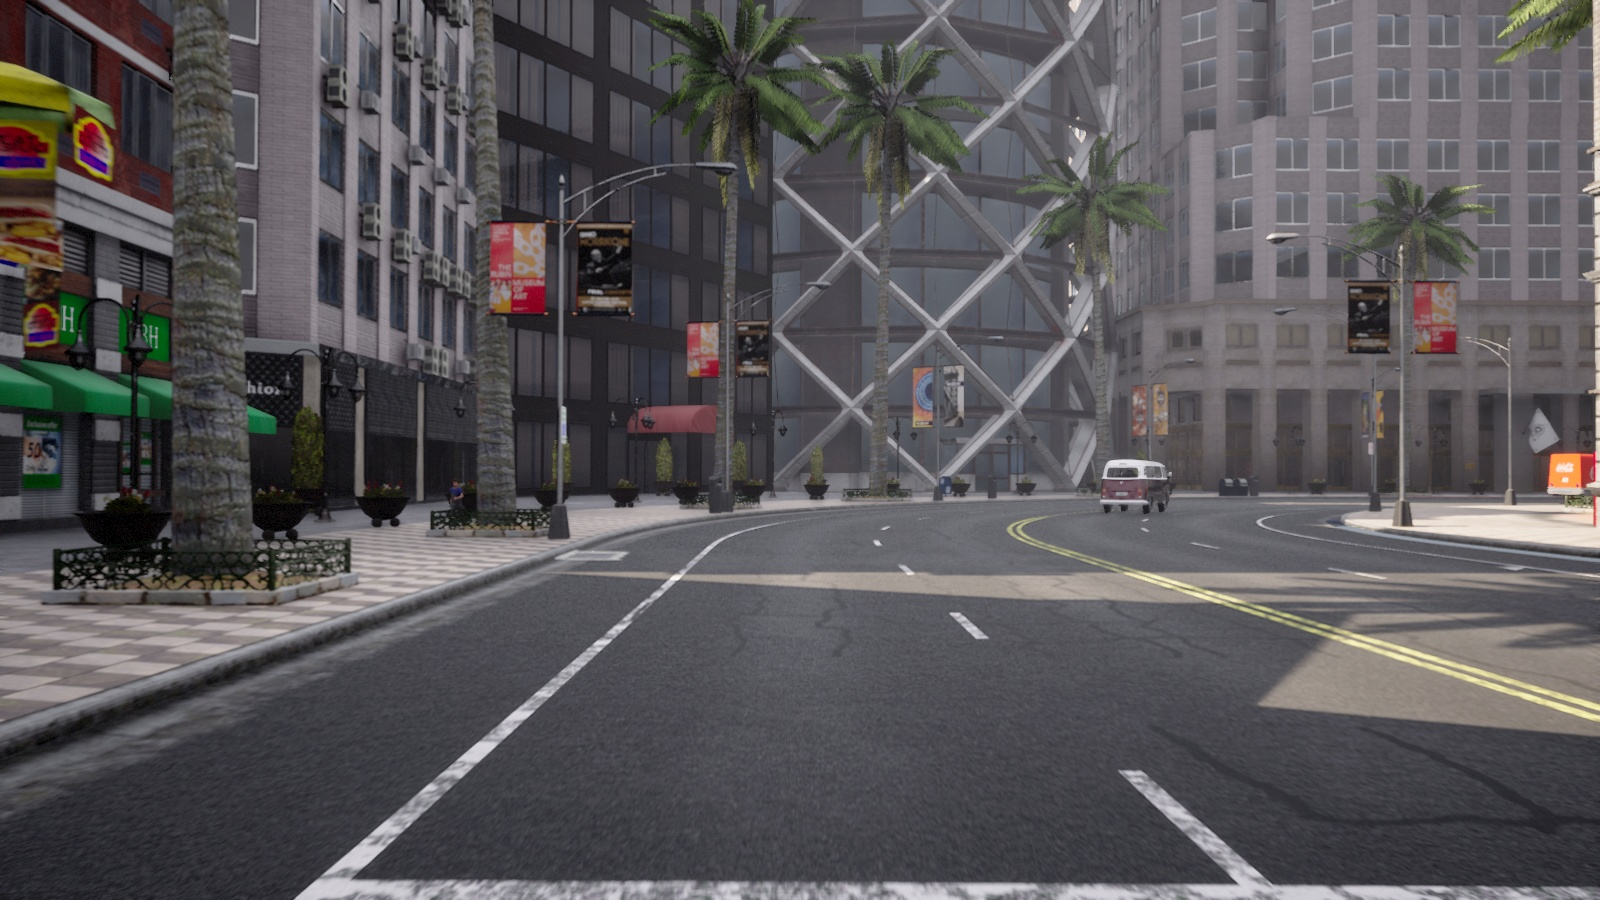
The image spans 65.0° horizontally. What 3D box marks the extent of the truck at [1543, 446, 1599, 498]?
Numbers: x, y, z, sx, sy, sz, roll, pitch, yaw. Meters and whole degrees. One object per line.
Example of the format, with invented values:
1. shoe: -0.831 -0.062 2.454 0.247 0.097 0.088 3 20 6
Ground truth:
1. truck: 40.658 1.184 62.984 5.204 2.467 2.627 2 -1 -5

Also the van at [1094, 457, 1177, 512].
1. van: 13.112 1.305 48.923 2.069 2.038 4.480 -1 -1 29

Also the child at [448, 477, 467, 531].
1. child: -8.133 1.284 29.859 0.270 1.263 0.437 0 -1 11
